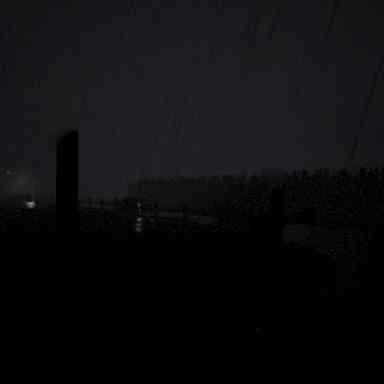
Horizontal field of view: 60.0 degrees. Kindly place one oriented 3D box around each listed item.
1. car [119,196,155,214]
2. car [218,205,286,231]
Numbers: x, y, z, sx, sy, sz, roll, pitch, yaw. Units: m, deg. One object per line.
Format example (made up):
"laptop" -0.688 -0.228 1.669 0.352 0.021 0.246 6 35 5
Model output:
"car" -5.220 1.182 31.860 2.097 1.767 4.553 1 0 -35
"car" 3.404 1.474 19.413 1.994 1.385 4.181 1 0 -35
